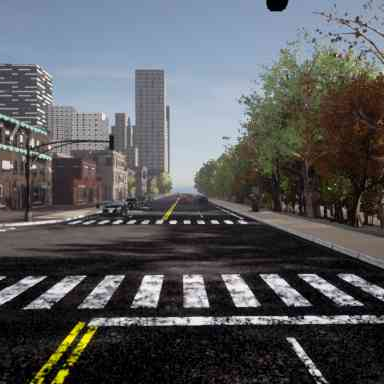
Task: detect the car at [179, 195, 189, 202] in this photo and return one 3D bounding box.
[{"bbox_3d":[-1.771,1.343,72.760,2.033,1.411,5.357,0,0,-1],"label":"car"}]

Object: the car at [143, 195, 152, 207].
[{"bbox_3d":[-7.843,1.334,51.727,2.097,1.767,4.553,0,0,-1],"label":"car"}]

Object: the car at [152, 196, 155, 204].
[{"bbox_3d":[-8.052,1.468,61.990,2.128,1.511,4.902,0,0,-1],"label":"car"}]

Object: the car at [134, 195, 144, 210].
[{"bbox_3d":[-7.607,1.491,42.032,1.837,1.490,4.892,0,0,-1],"label":"car"}]

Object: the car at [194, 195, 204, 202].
[{"bbox_3d":[1.477,1.471,73.019,1.837,1.490,4.892,0,0,-1],"label":"car"}]

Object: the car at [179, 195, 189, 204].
[{"bbox_3d":[-1.527,1.540,62.760,1.994,1.385,4.181,0,0,-1],"label":"car"}]

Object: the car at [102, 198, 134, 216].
[{"bbox_3d":[-7.380,1.481,32.474,2.128,1.511,4.902,0,0,-1],"label":"car"}]

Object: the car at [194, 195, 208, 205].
[{"bbox_3d":[1.891,1.456,60.141,1.882,1.535,5.008,0,0,-1],"label":"car"}]
